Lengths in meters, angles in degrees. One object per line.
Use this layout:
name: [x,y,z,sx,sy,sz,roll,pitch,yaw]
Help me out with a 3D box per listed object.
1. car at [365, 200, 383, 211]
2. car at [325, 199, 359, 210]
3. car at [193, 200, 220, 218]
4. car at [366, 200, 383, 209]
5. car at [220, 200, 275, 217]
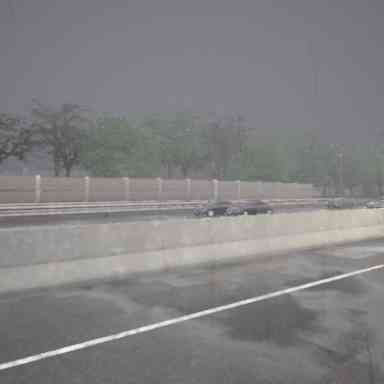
car: [24.317,1.654,42.543,4.718,1.301,1.895,0,0,-35]
car: [19.709,1.592,43.580,5.357,1.411,2.033,0,0,-35]
car: [2.262,1.511,30.453,4.892,1.490,1.837,0,0,-38]
car: [21.053,1.585,35.999,5.357,1.411,2.033,0,0,-35]
car: [5.103,1.513,29.021,4.892,1.490,1.837,0,0,-35]
